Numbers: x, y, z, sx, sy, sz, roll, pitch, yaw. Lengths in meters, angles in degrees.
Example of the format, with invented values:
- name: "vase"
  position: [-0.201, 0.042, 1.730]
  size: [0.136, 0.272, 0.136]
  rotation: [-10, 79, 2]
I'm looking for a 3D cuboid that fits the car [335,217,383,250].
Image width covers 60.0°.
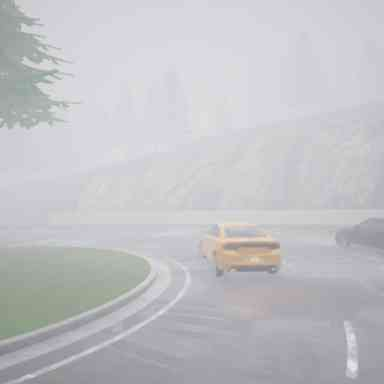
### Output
- name: "car"
  position: [8.001, 1.743, 13.819]
  size: [1.812, 1.442, 4.674]
  rotation: [0, -2, -12]

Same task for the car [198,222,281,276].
- name: "car"
  position: [1.459, 1.773, 11.579]
  size: [1.882, 1.535, 5.008]
  rotation: [0, -2, -6]
